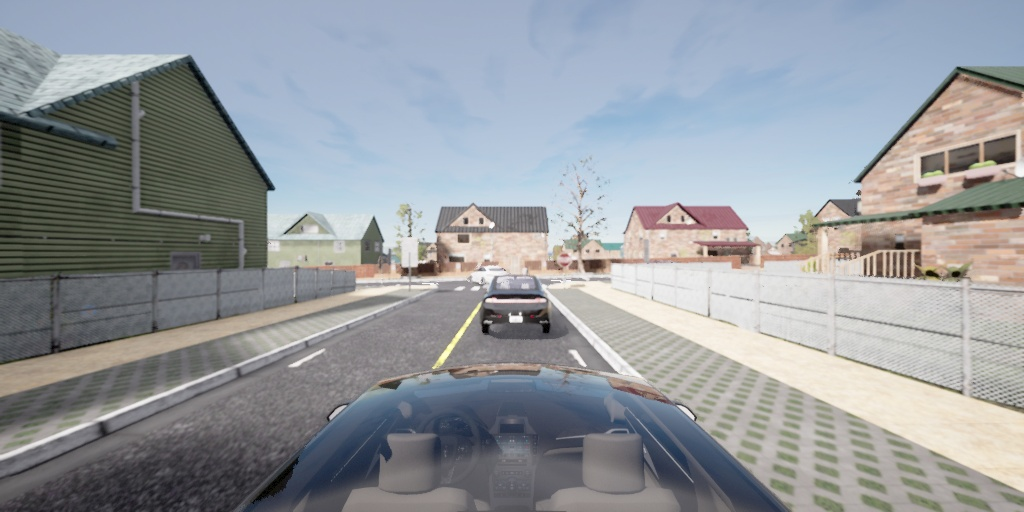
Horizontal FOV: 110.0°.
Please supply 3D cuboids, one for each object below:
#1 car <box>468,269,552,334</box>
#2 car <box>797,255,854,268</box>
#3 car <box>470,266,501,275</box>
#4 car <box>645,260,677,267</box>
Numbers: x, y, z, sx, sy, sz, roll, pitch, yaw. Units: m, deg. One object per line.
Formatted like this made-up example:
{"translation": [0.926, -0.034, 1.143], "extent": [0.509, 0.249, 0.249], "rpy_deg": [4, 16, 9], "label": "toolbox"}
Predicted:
{"translation": [0.101, 1.303, 10.866], "extent": [2.128, 1.511, 4.902], "rpy_deg": [0, -1, 0], "label": "car"}
{"translation": [27.599, 0.727, 31.302], "extent": [5.008, 1.535, 1.882], "rpy_deg": [-1, 0, 0], "label": "car"}
{"translation": [-1.755, 1.453, 26.795], "extent": [1.812, 1.442, 4.674], "rpy_deg": [0, 0, -25], "label": "car"}
{"translation": [12.543, 1.095, 31.291], "extent": [4.902, 1.511, 2.128], "rpy_deg": [-1, 0, 0], "label": "car"}
